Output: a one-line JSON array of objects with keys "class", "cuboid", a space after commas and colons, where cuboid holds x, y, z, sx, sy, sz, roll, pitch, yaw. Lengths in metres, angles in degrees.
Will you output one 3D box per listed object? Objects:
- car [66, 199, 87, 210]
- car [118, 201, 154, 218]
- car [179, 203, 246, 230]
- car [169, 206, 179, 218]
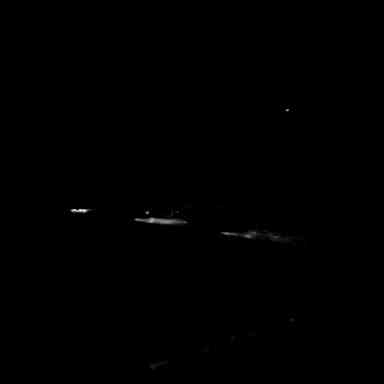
[{"class": "car", "cuboid": [-16.522, 1.767, 47.329, 1.994, 1.385, 4.181, -1, 0, -36]}, {"class": "car", "cuboid": [-5.423, 1.623, 31.843, 2.128, 1.511, 4.902, -1, 0, -36]}, {"class": "car", "cuboid": [1.435, 1.565, 22.151, 1.882, 1.535, 5.008, -1, 0, -35]}, {"class": "car", "cuboid": [-0.276, 1.645, 29.570, 1.994, 1.385, 4.181, -1, 0, -36]}]
